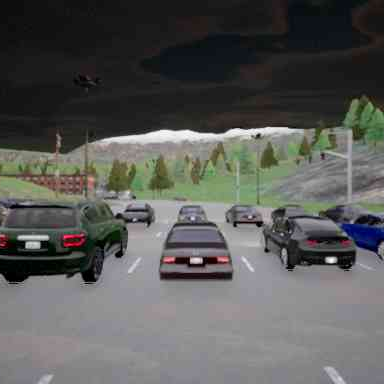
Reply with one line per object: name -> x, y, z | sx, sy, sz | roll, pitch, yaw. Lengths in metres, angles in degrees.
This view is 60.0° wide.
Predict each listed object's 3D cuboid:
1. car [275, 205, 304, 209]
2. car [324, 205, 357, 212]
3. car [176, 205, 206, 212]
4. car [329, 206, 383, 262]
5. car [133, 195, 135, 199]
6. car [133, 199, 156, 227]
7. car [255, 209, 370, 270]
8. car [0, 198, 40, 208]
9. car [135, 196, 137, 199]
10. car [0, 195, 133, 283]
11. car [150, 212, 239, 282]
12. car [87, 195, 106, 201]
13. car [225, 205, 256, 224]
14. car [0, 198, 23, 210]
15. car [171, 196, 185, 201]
car -> 6.887, 1.578, 23.298 | 1.994, 1.385, 4.181 | 0, 0, -2
car -> 10.426, 1.561, 22.658 | 2.033, 1.411, 5.357 | 0, 0, -2
car -> -0.031, 1.561, 21.651 | 2.033, 1.411, 5.357 | 0, 0, -2
car -> 7.084, 1.485, 12.114 | 1.882, 1.535, 5.008 | 0, 0, 0
car -> -18.207, 1.578, 89.523 | 4.674, 1.442, 1.812 | 0, 0, 42
car -> -3.595, 1.506, 22.907 | 2.128, 1.511, 4.902 | 0, 0, -2
car -> 3.590, 1.511, 11.007 | 1.837, 1.490, 4.892 | 0, 0, 0
car -> -24.851, 1.576, 47.453 | 5.357, 1.411, 2.033 | 0, 0, -1
car -> -17.684, 1.556, 93.773 | 4.892, 1.490, 1.837 | 0, 0, 39
car -> -3.412, 1.228, 9.810 | 2.150, 2.045, 5.566 | 0, 0, 0
car -> 0.092, 1.553, 9.816 | 2.033, 1.411, 5.357 | 0, 0, 0
car -> -26.262, 1.595, 91.518 | 5.357, 1.411, 2.033 | 0, 0, 32
car -> 3.421, 1.561, 22.686 | 2.033, 1.411, 5.357 | 0, 0, -2
car -> -25.144, 1.552, 43.948 | 4.674, 1.442, 1.812 | 0, 0, -1
car -> -3.440, 1.601, 81.629 | 1.994, 1.385, 4.181 | 0, 0, -30
